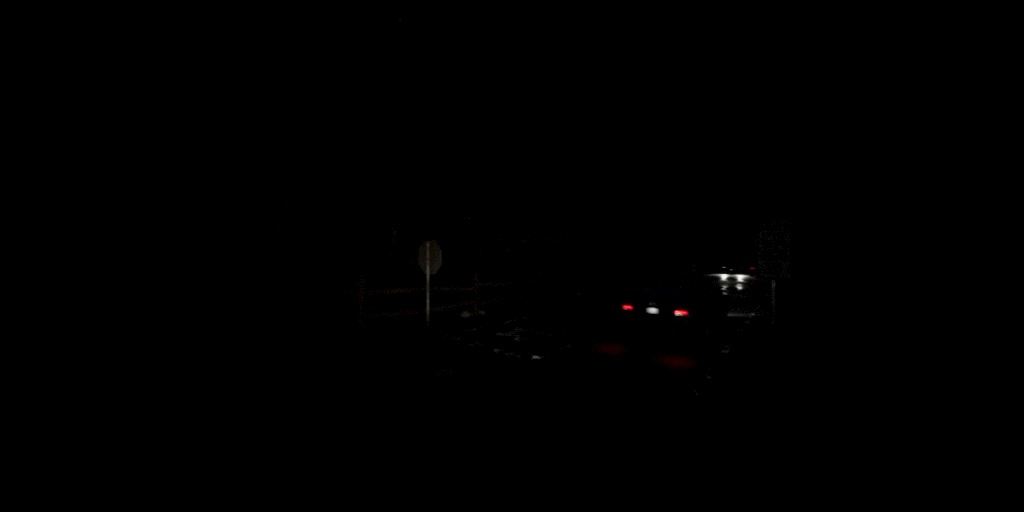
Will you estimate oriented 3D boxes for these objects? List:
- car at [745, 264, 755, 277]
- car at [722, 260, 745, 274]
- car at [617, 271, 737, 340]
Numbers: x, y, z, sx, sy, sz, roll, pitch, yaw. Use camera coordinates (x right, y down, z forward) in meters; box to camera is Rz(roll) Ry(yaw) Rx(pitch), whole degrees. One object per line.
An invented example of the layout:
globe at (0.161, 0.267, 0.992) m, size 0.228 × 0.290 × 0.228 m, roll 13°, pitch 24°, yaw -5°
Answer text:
car at (24.145, 1.269, 34.529) m, size 1.994 × 1.385 × 4.181 m, roll 1°, pitch 1°, yaw 39°
car at (24.408, 1.176, 39.373) m, size 1.837 × 1.490 × 4.892 m, roll 1°, pitch 1°, yaw 38°
car at (4.728, 1.282, 10.059) m, size 2.033 × 1.411 × 5.357 m, roll 1°, pitch 0°, yaw 38°
